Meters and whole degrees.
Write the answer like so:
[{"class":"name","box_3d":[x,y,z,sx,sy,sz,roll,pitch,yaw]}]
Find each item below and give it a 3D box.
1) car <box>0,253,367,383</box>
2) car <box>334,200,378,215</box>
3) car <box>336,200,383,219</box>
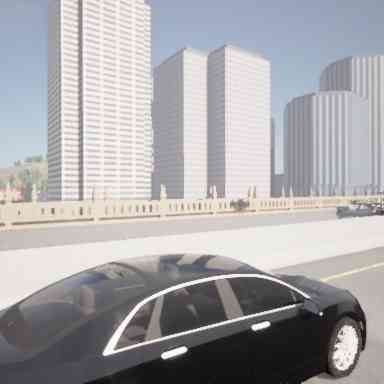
[{"class":"car","box_3d":[0.126,1.500,3.886,4.892,1.490,1.837,0,0,-35]},{"class":"car","box_3d":[16.286,1.497,32.932,4.718,1.301,1.895,0,0,-36]},{"class":"car","box_3d":[10.830,1.425,20.396,4.902,1.511,2.128,0,0,-36]}]
